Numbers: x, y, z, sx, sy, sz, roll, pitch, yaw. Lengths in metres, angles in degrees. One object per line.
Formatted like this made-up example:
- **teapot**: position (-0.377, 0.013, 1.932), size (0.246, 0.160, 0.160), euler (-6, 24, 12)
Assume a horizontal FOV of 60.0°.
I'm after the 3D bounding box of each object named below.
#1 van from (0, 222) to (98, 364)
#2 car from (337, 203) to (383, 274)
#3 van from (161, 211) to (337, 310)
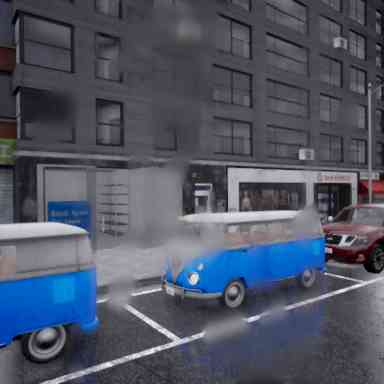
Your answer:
- **van**: position (-3.247, 1.341, 4.228), size (3.998, 1.788, 1.690), euler (0, -1, -36)
- **car**: position (5.830, 1.311, 10.740), size (5.009, 1.841, 2.192), euler (0, -1, -36)
- **van**: position (1.292, 1.339, 7.484), size (3.998, 1.788, 1.690), euler (0, -1, -36)
